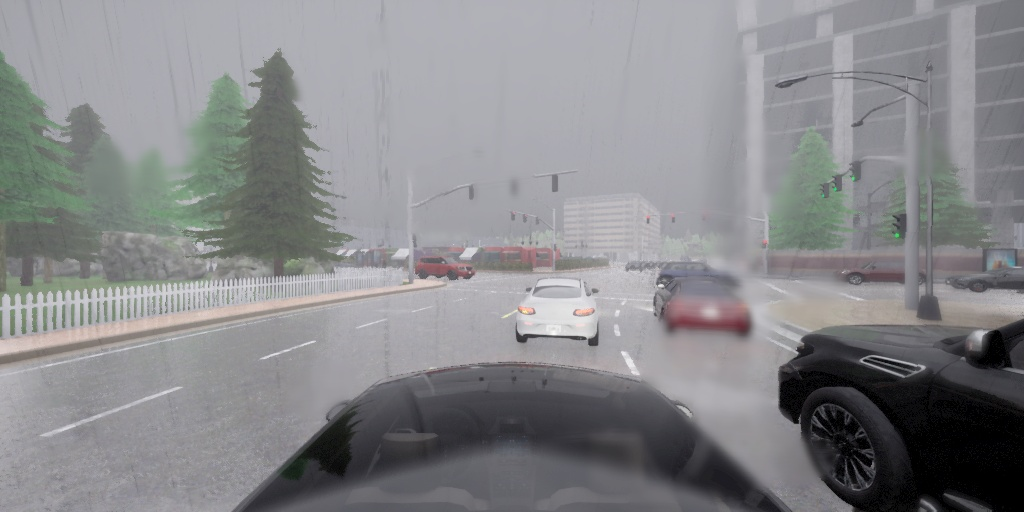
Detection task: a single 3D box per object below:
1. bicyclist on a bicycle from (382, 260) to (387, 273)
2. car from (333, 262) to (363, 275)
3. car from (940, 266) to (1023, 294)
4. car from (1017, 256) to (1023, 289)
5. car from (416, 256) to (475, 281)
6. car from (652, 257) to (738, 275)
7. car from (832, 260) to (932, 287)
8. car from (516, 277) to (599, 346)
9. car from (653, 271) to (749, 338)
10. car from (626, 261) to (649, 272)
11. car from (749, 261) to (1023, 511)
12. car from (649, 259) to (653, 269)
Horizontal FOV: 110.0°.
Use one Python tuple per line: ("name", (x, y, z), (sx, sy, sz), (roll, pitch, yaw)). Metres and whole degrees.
("bicyclist on a bicycle", (-15.755, 1.258, 44.253), (0.582, 1.620, 1.656), (0, 0, -23))
("car", (-17.530, 1.368, 37.701), (4.181, 1.385, 1.994), (0, 0, 30))
("car", (27.992, 1.331, 20.154), (4.674, 1.442, 1.812), (0, 0, 29))
("car", (34.242, 1.027, 20.660), (5.566, 2.045, 2.150), (0, 0, 30))
("car", (-5.823, 1.027, 30.968), (5.566, 2.045, 2.150), (0, 0, 31))
("car", (11.123, 1.122, 21.467), (4.553, 1.767, 2.097), (0, 0, 30))
("car", (25.903, 1.157, 25.387), (4.553, 1.767, 2.097), (0, 0, 29))
("car", (1.271, 1.276, 9.399), (1.812, 1.442, 4.674), (0, 0, 11))
("car", (5.292, 1.314, 10.409), (1.994, 1.385, 4.181), (0, 0, 17))
("car", (16.457, 1.314, 47.661), (1.994, 1.385, 4.181), (0, 0, 29))
("car", (3.737, 0.971, 1.179), (2.150, 2.045, 5.566), (0, 0, 0))
("car", (20.781, 1.351, 55.401), (1.895, 1.301, 4.718), (0, 0, 29))
